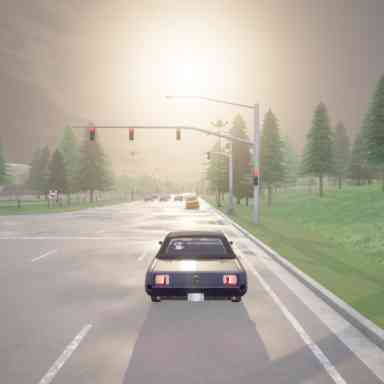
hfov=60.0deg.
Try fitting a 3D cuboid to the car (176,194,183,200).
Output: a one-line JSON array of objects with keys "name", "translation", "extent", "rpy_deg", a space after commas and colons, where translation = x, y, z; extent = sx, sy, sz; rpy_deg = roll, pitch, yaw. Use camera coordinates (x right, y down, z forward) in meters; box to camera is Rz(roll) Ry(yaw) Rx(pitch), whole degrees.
[{"name": "car", "translation": [-3.338, 1.356, 90.904], "extent": [1.812, 1.442, 4.674], "rpy_deg": [0, 0, 0]}]

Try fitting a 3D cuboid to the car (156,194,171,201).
[{"name": "car", "translation": [-6.857, 1.531, 80.491], "extent": [2.033, 1.411, 5.357], "rpy_deg": [0, 0, 0]}]

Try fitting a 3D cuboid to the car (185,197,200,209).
[{"name": "car", "translation": [0.079, 1.585, 49.856], "extent": [2.033, 1.411, 5.357], "rpy_deg": [1, 1, 0]}]

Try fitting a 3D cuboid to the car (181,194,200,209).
[{"name": "car", "translation": [-0.098, 1.068, 46.430], "extent": [1.882, 1.535, 5.008], "rpy_deg": [-7, 16, -2]}]

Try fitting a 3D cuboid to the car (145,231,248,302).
[{"name": "car", "translation": [0.094, 1.601, 8.191], "extent": [1.895, 1.301, 4.718], "rpy_deg": [0, 0, 0]}]

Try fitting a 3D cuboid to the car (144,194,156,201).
[{"name": "car", "translation": [-10.357, 1.531, 80.497], "extent": [2.033, 1.411, 5.357], "rpy_deg": [0, 0, 0]}]

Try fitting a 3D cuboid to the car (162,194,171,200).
[{"name": "car", "translation": [-6.838, 1.371, 90.911], "extent": [2.033, 1.411, 5.357], "rpy_deg": [0, 0, 0]}]

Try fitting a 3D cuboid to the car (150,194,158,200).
[{"name": "car", "translation": [-10.338, 1.332, 90.917], "extent": [1.837, 1.490, 4.892], "rpy_deg": [0, 0, 0]}]

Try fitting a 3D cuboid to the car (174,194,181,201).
[{"name": "car", "translation": [-3.356, 1.544, 80.901], "extent": [1.994, 1.385, 4.181], "rpy_deg": [0, 0, 0]}]
